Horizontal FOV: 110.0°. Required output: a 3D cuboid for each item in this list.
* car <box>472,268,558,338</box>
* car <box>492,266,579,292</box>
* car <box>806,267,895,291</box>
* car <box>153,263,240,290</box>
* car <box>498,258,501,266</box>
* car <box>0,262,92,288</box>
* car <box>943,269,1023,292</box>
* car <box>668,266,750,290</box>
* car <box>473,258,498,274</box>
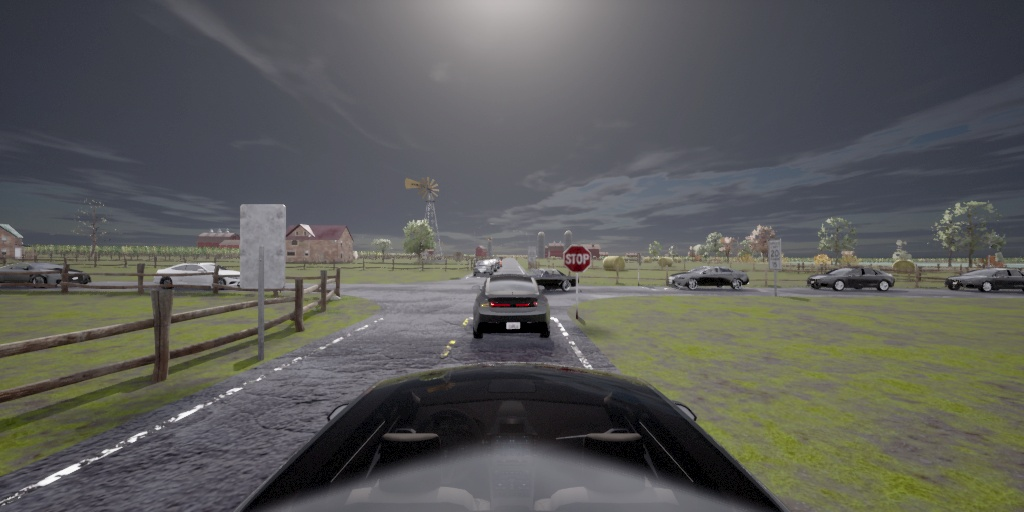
[{"bbox_3d":[-0.078,1.256,10.154,1.837,1.490,4.892,0,0,-3],"label":"car"},{"bbox_3d":[1.491,1.369,20.201,4.718,1.301,1.895,1,0,-35],"label":"car"},{"bbox_3d":[22.190,1.499,23.609,4.892,1.490,1.837,1,-1,-1],"label":"car"},{"bbox_3d":[-17.252,1.104,20.103,4.674,1.442,1.812,1,-1,-1],"label":"car"},{"bbox_3d":[-2.872,1.241,46.285,2.128,1.511,4.902,0,0,0],"label":"car"},{"bbox_3d":[-26.372,1.048,19.977,4.181,1.385,1.994,1,-1,-1],"label":"car"},{"bbox_3d":[31.692,1.587,23.734,4.892,1.490,1.837,1,-1,-1],"label":"car"},{"bbox_3d":[12.788,1.397,23.434,4.902,1.511,2.128,1,-1,-2],"label":"car"},{"bbox_3d":[-2.875,1.243,36.839,2.128,1.511,4.902,0,0,0],"label":"car"}]
